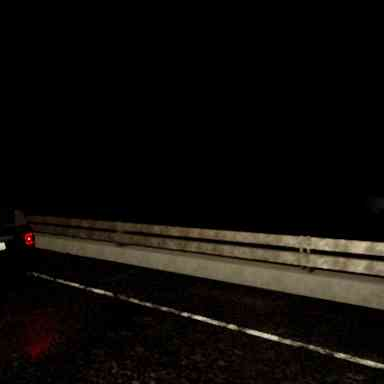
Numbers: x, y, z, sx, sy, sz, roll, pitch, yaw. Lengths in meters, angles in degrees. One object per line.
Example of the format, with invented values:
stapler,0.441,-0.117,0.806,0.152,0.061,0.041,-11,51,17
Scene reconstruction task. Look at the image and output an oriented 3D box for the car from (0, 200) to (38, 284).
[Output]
car,-6.162,1.217,8.385,5.566,2.045,2.150,0,0,35
